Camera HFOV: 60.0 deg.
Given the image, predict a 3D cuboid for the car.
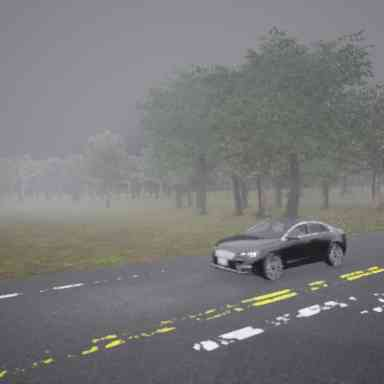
[{"bbox_3d":[2.800,1.572,10.172,4.902,1.511,2.128,0,-1,-35],"label":"car"}]
